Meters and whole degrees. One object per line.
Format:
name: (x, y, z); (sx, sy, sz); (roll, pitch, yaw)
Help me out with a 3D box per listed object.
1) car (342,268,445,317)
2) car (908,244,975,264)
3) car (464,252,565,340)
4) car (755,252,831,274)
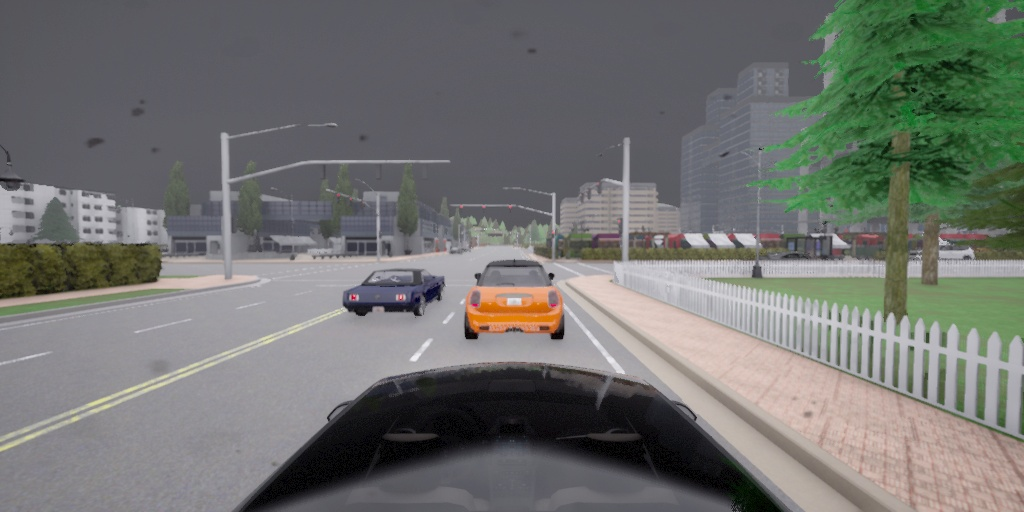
car: (-3.424, 1.021, 11.447); (1.895, 1.301, 4.718); (0, 2, 0)
car: (43.617, -0.208, 36.634); (5.566, 2.045, 2.150); (0, 2, -1)
car: (0.064, 0.847, 9.249); (2.097, 1.767, 4.553); (0, 2, 0)
car: (19.978, 0.467, 25.509); (4.892, 1.490, 1.837); (0, 2, -1)
